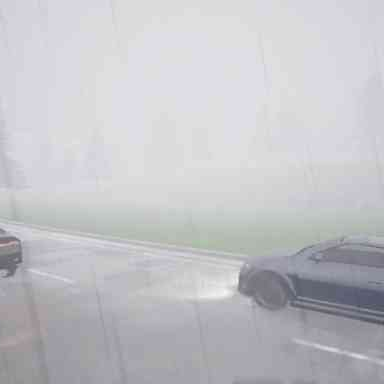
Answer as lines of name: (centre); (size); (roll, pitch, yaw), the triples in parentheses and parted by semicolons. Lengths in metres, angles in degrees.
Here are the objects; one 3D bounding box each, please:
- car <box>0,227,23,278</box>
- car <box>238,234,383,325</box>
car: (-6.184, 1.354, 8.426); (4.902, 1.511, 2.128); (1, 1, 36)
car: (2.997, 1.508, 6.202); (4.181, 1.385, 1.994); (1, 1, 34)
